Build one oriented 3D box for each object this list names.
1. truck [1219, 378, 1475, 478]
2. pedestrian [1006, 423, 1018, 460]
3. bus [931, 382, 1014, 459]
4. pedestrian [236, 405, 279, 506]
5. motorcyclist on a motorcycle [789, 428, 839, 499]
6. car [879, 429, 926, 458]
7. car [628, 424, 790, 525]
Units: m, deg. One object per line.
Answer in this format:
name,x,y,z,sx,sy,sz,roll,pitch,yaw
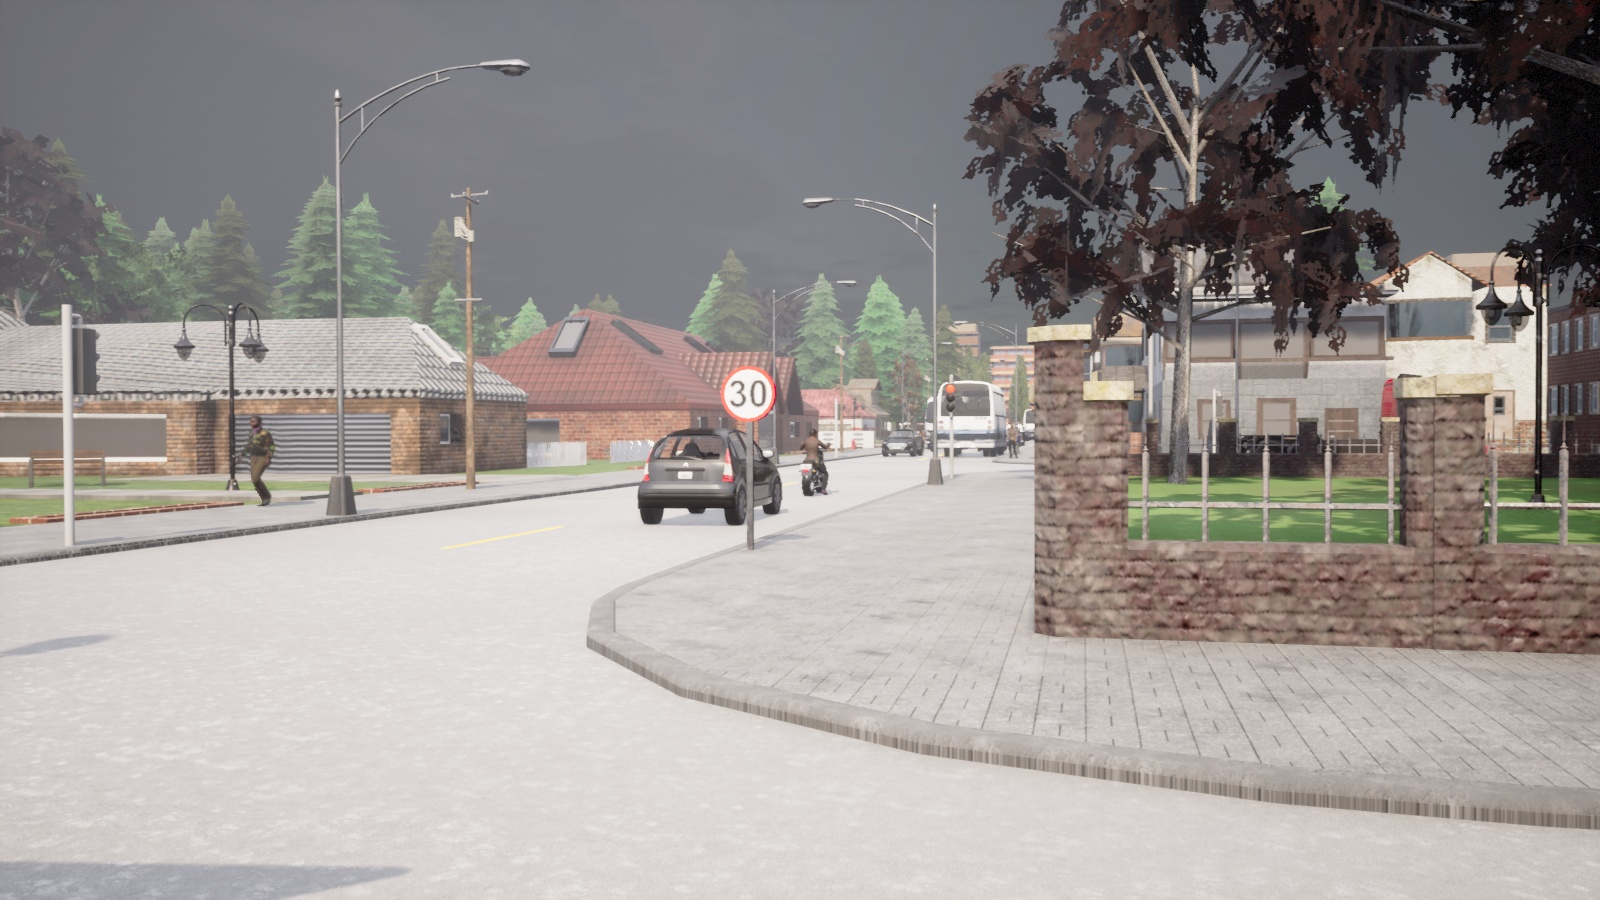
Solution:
truck,19.525,-0.804,45.304,7.936,3.462,2.891,0,1,9
pedestrian,10.540,-0.424,62.444,0.331,1.846,0.634,1,1,30
bus,10.480,-1.714,75.139,3.944,4.253,10.273,0,1,13
pedestrian,-10.504,0.095,24.324,0.395,1.930,0.692,1,1,20
motorcyclist on a motorcycle,0.358,0.290,30.439,0.766,1.649,2.350,0,1,11
car,6.061,-0.401,73.721,2.033,1.649,4.856,0,1,13
car,-1.498,0.361,22.296,1.851,1.617,3.988,0,1,12
